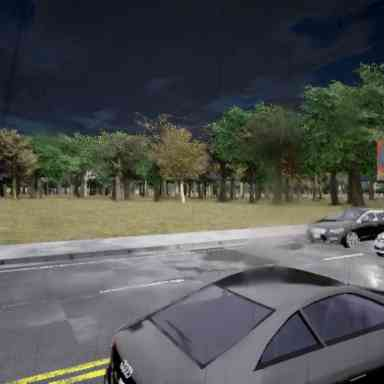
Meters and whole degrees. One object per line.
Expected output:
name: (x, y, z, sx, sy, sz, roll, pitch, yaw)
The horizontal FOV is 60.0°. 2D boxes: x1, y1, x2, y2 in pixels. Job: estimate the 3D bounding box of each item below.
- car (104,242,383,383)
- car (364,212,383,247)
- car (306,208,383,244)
car: (1.230, 1.562, 3.606, 4.181, 1.385, 1.994, 0, 0, -29)
car: (8.288, 1.517, 11.404, 4.674, 1.442, 1.812, 0, 0, -29)
car: (7.135, 1.483, 14.494, 4.902, 1.511, 2.128, 0, 0, -29)
